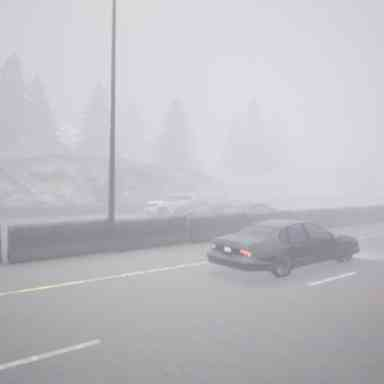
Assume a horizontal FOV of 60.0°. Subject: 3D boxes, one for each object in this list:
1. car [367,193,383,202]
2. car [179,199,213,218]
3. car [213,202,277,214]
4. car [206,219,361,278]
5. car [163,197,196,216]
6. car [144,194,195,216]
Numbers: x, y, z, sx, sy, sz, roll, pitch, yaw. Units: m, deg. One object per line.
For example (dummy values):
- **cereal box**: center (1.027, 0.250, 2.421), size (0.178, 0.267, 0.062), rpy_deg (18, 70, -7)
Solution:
- **car**: center (31.757, 0.939, 56.736), size (5.008, 1.535, 1.882), rpy_deg (-2, 1, -35)
- **car**: center (1.981, 1.526, 26.930), size (5.357, 1.411, 2.033), rpy_deg (0, 0, -36)
- **car**: center (4.157, 1.481, 24.183), size (4.892, 1.490, 1.837), rpy_deg (0, 0, -36)
- **car**: center (2.974, 1.549, 10.182), size (5.357, 1.411, 2.033), rpy_deg (0, 0, -36)
- **car**: center (0.249, 1.469, 29.993), size (4.902, 1.511, 2.128), rpy_deg (0, 0, -36)
- **car**: center (-1.957, 1.202, 32.720), size (5.566, 2.045, 2.150), rpy_deg (0, 0, -36)
